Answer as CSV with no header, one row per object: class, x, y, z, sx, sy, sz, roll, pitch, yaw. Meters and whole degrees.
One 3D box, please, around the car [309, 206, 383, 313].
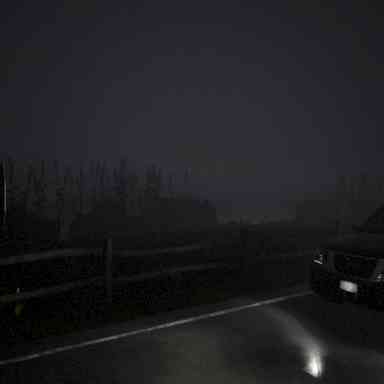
car,4.945,1.219,6.926,5.566,2.045,2.150,0,0,-31
